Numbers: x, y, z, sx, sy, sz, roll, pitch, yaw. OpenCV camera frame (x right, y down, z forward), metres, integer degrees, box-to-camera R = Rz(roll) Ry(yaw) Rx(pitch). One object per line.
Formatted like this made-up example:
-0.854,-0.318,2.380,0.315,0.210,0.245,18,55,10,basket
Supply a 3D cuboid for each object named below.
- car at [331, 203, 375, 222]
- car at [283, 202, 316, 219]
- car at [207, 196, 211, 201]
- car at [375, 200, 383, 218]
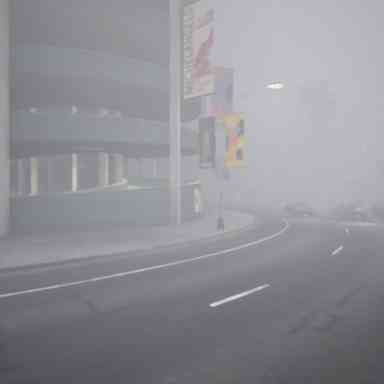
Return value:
12.566,1.598,26.636,1.994,1.385,4.181,0,0,9,car
9.723,1.605,30.535,2.033,1.411,5.357,0,0,4,car
2.624,1.715,79.521,2.231,1.521,4.892,0,0,-32,car
16.365,1.374,27.374,2.097,1.767,4.553,0,0,9,car
